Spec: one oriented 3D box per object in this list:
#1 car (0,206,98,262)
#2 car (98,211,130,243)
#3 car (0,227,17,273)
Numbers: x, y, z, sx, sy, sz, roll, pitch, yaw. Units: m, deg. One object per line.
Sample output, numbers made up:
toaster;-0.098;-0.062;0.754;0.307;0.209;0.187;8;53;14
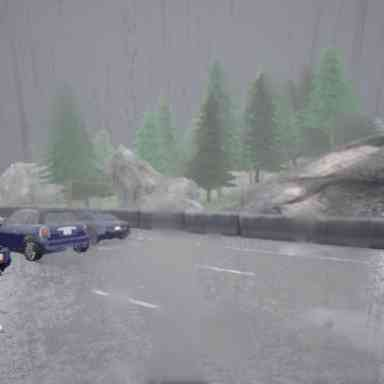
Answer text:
car;-5.964;1.392;12.545;4.553;1.767;2.097;0;0;36
car;-4.985;1.608;16.147;4.181;1.385;1.994;0;0;36
car;-6.901;1.637;8.915;4.718;1.301;1.895;0;0;35
